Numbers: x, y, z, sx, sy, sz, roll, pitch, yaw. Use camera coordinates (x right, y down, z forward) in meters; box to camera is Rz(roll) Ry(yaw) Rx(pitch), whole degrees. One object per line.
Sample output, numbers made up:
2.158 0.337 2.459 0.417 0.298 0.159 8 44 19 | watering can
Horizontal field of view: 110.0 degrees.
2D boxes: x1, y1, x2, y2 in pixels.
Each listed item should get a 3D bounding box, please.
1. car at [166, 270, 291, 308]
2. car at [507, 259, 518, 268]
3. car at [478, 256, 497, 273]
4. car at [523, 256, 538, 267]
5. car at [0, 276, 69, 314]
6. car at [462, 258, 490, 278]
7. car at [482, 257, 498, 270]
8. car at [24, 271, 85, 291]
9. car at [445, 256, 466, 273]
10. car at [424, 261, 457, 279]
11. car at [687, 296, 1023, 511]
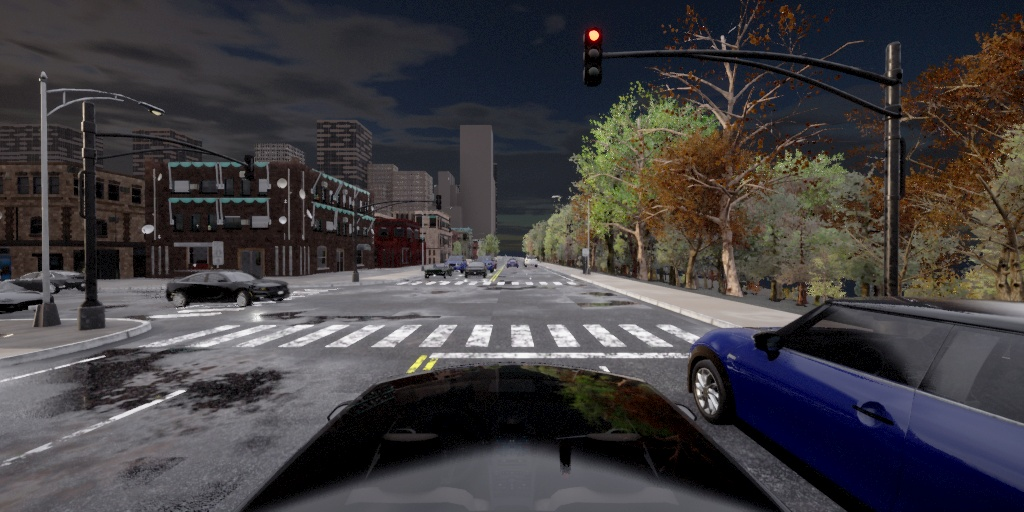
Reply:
-12.122 1.336 15.417 5.008 1.535 1.882 -2 0 10 | car
0.103 1.253 62.261 1.812 1.442 4.674 0 0 0 | car
-3.338 0.957 44.035 2.150 2.045 5.566 0 0 0 | car
3.358 0.948 63.696 2.150 2.045 5.566 0 0 0 | car
-19.946 1.564 13.347 4.313 1.339 1.948 0 0 0 | car
-3.344 1.217 34.003 1.882 1.535 5.008 0 0 -2 | car
-3.327 1.083 54.306 2.097 1.767 4.553 0 0 0 | car
-28.278 1.559 21.860 4.403 1.370 2.007 0 0 0 | car
-6.579 0.958 42.530 2.150 2.045 5.566 0 0 0 | car
-6.598 1.341 32.772 1.895 1.301 4.718 0 0 0 | car
3.351 1.102 2.888 2.097 1.767 4.553 0 0 0 | car
